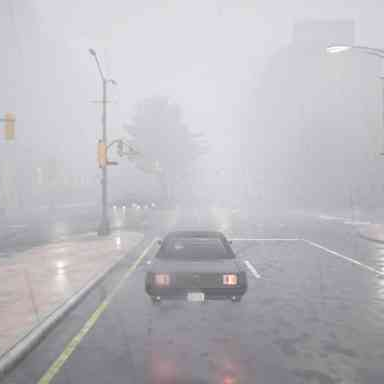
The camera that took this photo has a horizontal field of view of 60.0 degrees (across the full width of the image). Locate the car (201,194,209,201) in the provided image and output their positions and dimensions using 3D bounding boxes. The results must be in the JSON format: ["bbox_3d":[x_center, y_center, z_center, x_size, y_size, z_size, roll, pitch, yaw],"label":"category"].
[{"bbox_3d":[3.534,1.519,86.892,2.128,1.511,4.902,0,0,0],"label":"car"}]

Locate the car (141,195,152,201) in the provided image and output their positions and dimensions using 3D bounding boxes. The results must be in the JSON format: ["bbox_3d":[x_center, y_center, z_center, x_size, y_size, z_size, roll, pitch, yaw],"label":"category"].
[{"bbox_3d":[-11.467,1.525,84.691,2.128,1.511,4.902,0,0,0],"label":"car"}]

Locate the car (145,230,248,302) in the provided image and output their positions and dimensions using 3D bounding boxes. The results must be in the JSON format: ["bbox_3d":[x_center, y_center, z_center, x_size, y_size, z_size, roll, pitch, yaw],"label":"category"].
[{"bbox_3d":[0.078,1.601,8.209,1.895,1.301,4.718,0,0,0],"label":"car"}]

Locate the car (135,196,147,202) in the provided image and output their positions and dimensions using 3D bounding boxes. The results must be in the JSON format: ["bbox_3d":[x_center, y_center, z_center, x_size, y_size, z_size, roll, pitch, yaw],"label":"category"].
[{"bbox_3d":[-11.471,1.552,74.457,1.994,1.385,4.181,0,0,0],"label":"car"}]

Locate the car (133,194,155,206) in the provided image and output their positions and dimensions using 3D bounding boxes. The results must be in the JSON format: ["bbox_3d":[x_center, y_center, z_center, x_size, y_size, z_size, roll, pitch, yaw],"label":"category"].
[{"bbox_3d":[-8.066,1.547,56.559,2.033,1.411,5.357,0,0,0],"label":"car"}]

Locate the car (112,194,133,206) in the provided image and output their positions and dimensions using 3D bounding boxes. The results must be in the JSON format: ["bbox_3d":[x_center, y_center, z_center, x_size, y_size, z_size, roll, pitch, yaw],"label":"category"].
[{"bbox_3d":[-11.566,1.526,55.161,1.812,1.442,4.674,0,0,0],"label":"car"}]

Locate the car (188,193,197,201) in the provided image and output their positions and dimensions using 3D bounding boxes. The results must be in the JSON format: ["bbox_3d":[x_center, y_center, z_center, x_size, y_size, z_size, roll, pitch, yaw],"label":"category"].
[{"bbox_3d":[0.034,1.218,86.507,2.150,2.045,5.566,0,0,0],"label":"car"}]

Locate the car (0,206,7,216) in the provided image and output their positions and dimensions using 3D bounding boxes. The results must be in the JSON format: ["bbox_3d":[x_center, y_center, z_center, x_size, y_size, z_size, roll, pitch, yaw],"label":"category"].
[{"bbox_3d":[-19.123,1.524,29.811,4.674,1.442,1.812,0,0,0],"label":"car"}]

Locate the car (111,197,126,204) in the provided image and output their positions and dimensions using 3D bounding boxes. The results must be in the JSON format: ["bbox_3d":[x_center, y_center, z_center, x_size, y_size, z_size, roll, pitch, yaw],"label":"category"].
[{"bbox_3d":[-14.723,1.595,66.869,1.895,1.301,4.718,0,0,0],"label":"car"}]

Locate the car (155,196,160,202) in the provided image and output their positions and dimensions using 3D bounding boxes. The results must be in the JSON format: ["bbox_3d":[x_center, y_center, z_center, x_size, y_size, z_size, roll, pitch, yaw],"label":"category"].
[{"bbox_3d":[-8.003,1.564,65.795,1.994,1.385,4.181,0,0,1],"label":"car"}]

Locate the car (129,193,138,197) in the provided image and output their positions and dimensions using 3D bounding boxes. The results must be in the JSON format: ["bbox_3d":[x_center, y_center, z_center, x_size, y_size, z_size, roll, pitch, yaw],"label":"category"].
[{"bbox_3d":[-11.512,1.221,64.573,2.150,2.045,5.566,0,0,1],"label":"car"}]
